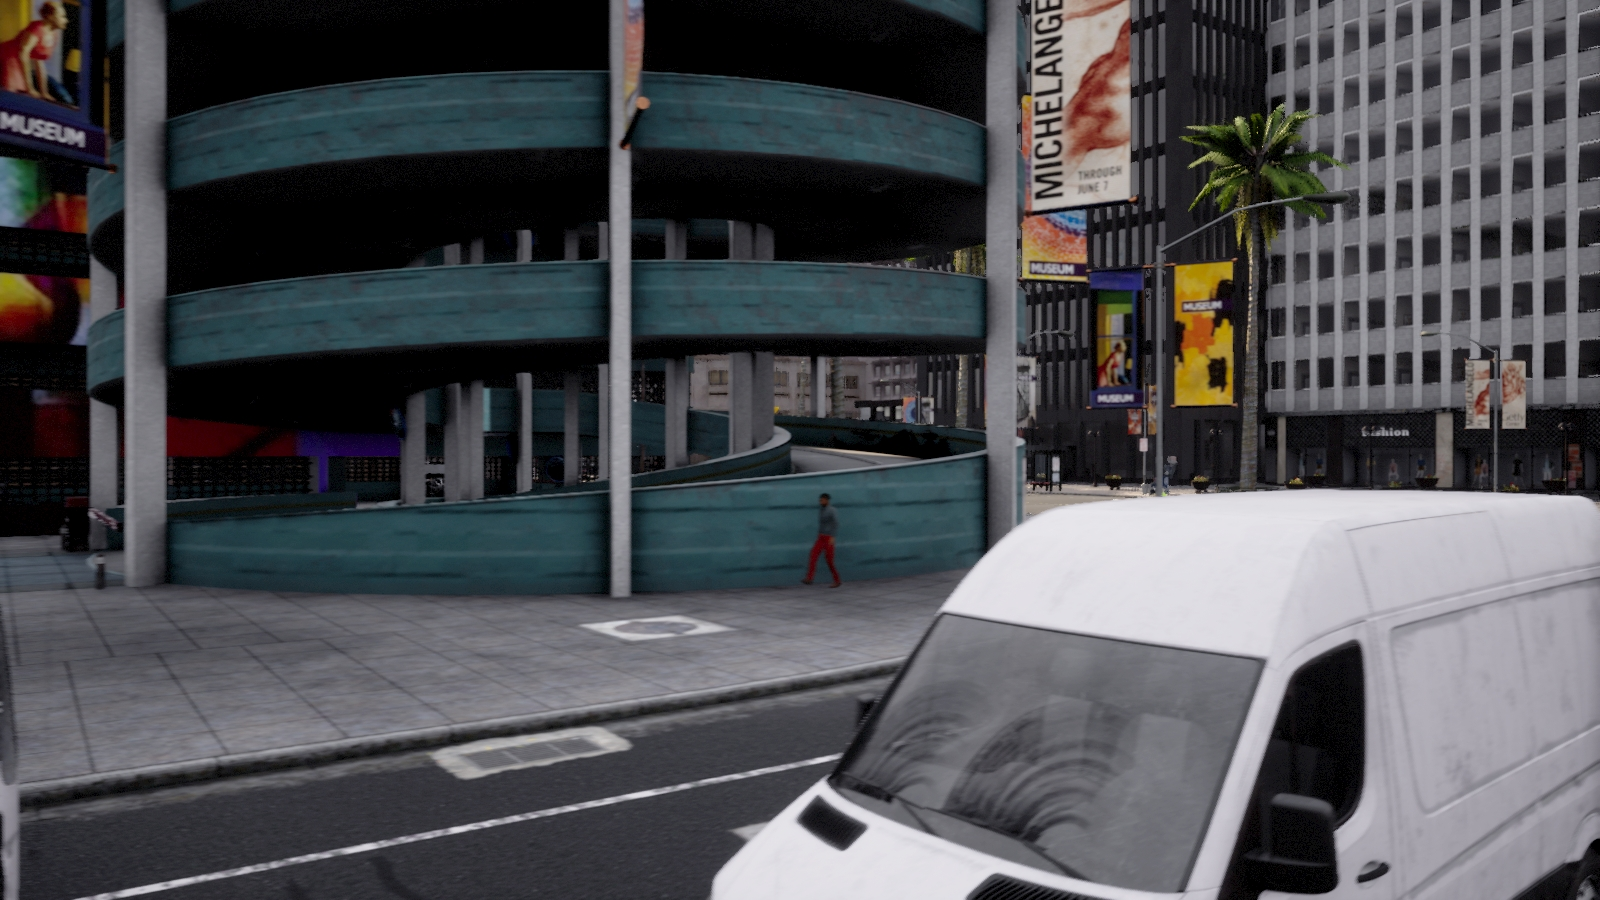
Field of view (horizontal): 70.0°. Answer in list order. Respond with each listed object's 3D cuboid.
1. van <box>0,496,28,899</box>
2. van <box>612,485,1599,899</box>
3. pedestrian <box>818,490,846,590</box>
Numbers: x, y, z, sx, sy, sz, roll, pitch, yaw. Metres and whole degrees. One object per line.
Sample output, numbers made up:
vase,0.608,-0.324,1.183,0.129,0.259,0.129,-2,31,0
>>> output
van,-6.161,1.534,3.787,5.915,2.561,1.988,0,0,-36
van,2.171,1.534,5.621,5.915,2.561,1.988,0,0,-40
pedestrian,0.605,1.696,21.692,0.375,1.860,0.375,0,0,-40
